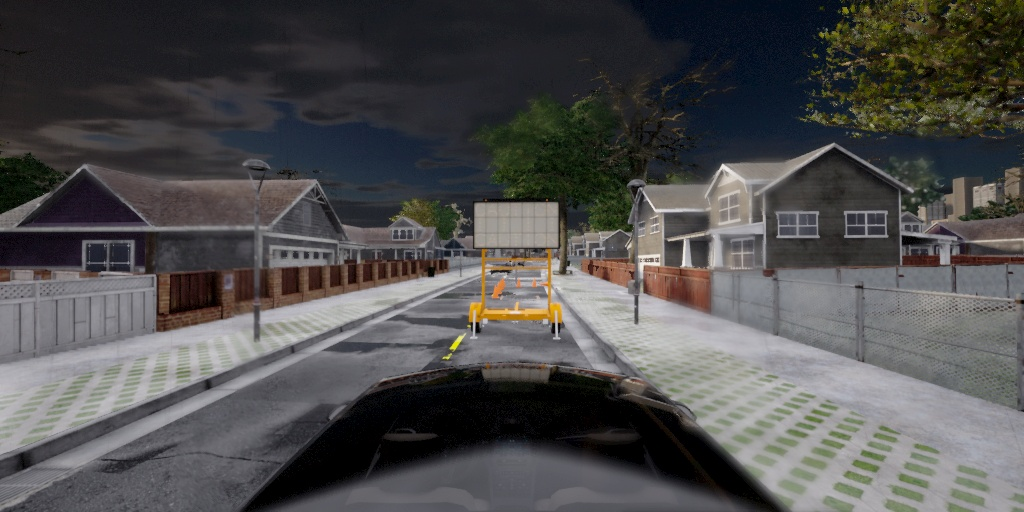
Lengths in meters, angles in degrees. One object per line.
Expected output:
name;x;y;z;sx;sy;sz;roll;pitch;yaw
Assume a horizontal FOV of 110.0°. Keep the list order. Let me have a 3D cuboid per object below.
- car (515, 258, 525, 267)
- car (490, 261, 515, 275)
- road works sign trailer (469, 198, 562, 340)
car;1.196;1.070;60.668;1.837;1.490;4.892;0;0;6
car;-1.131;1.249;38.116;1.994;1.385;4.181;0;0;5
road works sign trailer;0.126;0.212;10.022;2.380;3.560;2.880;0;0;2
